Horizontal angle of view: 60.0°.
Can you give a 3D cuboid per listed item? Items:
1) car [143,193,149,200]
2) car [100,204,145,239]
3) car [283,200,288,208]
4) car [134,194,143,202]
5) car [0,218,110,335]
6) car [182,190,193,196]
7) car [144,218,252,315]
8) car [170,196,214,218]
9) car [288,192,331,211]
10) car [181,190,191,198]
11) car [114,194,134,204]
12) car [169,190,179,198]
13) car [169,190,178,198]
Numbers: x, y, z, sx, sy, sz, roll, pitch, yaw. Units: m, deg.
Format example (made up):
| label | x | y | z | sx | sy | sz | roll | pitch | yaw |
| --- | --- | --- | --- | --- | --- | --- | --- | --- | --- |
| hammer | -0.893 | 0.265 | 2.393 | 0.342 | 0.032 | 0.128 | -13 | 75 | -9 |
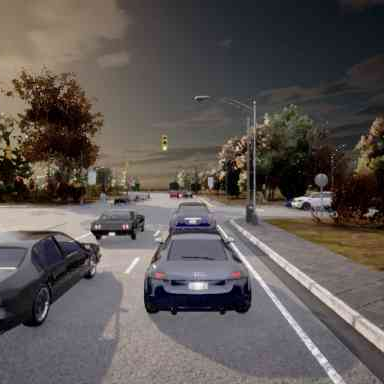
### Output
| label | x | y | z | sx | sy | sz | roll | pitch | yaw |
| --- | --- | --- | --- | --- | --- | --- | --- | --- | --- |
| car | -10.920 | 1.107 | 71.107 | 1.895 | 1.301 | 4.718 | 0 | 1 | -1 |
| car | -3.496 | 1.520 | 16.615 | 1.895 | 1.301 | 4.718 | 0 | 0 | -1 |
| car | 13.748 | 1.232 | 40.820 | 5.008 | 1.535 | 1.882 | 0 | 0 | -4 |
| car | -10.867 | 1.100 | 61.151 | 2.128 | 1.511 | 4.902 | 0 | 0 | 0 |
| car | -3.424 | 1.529 | 6.923 | 2.033 | 1.411 | 5.357 | 0 | 0 | -1 |
| car | -0.890 | 0.839 | 83.760 | 1.882 | 1.535 | 5.008 | 0 | 1 | -4 |
| car | 0.073 | 1.542 | 7.615 | 1.994 | 1.385 | 4.181 | 0 | 0 | -1 |
| car | 0.027 | 1.273 | 16.300 | 2.097 | 1.767 | 4.553 | 0 | 0 | 0 |
| car | 14.118 | 1.000 | 37.338 | 5.566 | 2.045 | 2.150 | 0 | 0 | -4 |
| car | -1.669 | 0.451 | 93.718 | 2.150 | 2.045 | 5.566 | 0 | 1 | -7 |
| car | -10.846 | 1.278 | 52.049 | 1.895 | 1.301 | 4.718 | 0 | 0 | 0 |
| car | -4.337 | 0.597 | 82.846 | 2.150 | 2.045 | 5.566 | 0 | 1 | -3 |
| car | -5.180 | 0.450 | 93.587 | 2.150 | 2.045 | 5.566 | 0 | 1 | -7 |
